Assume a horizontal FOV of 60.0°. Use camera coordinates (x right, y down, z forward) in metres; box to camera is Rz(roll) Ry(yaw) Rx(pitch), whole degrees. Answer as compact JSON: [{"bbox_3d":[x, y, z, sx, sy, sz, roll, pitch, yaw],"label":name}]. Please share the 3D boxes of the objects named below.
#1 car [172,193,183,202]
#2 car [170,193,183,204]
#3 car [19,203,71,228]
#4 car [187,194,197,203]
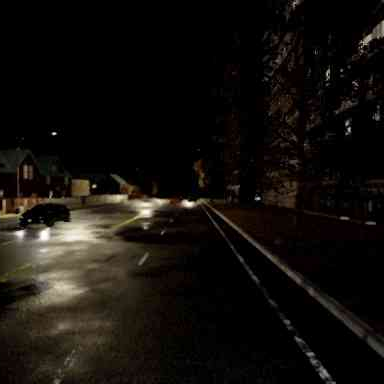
[{"bbox_3d":[-3.179,1.253,74.850,2.150,2.045,5.566,0,0,0],"label":"car"},{"bbox_3d":[-3.188,1.548,64.399,1.882,1.535,5.008,0,0,0],"label":"car"},{"bbox_3d":[-9.753,1.498,22.455,1.837,1.490,4.892,0,-1,1],"label":"car"},{"bbox_3d":[0.068,1.645,71.067,1.994,1.385,4.181,0,0,0],"label":"car"}]
